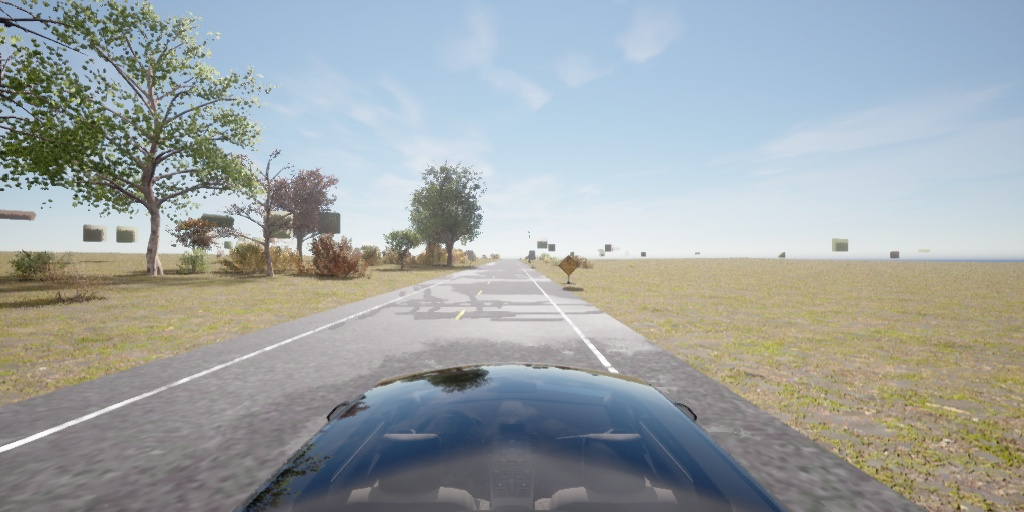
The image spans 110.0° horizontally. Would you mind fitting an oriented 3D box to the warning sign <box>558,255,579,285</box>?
[{"bbox_3d":[3.550,0.870,22.402,1.300,1.860,1.060,0,0,0],"label":"warning sign"}]
